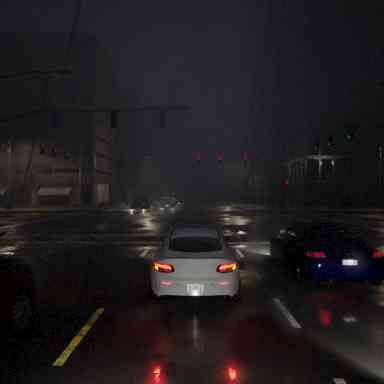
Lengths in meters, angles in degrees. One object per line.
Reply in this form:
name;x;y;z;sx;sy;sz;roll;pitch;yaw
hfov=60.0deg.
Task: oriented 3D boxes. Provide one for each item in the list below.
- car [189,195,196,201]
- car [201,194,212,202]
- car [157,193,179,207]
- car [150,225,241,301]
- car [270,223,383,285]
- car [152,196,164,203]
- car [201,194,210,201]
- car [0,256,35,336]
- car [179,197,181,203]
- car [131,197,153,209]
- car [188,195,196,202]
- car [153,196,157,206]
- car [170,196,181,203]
car;0.052;1.493;87.208;1.812;1.442;4.674;0;0;0
car;3.547;1.546;78.436;1.994;1.385;4.181;0;0;0
car;-3.557;1.222;50.588;2.150;2.045;5.566;0;0;0
car;0.075;1.526;8.171;1.812;1.442;4.674;0;0;0
car;3.584;1.564;9.538;1.994;1.385;4.181;0;0;0
car;-6.959;1.563;69.011;1.994;1.385;4.181;0;0;0
car;3.552;1.315;86.961;2.097;1.767;4.553;0;0;0
car;-3.587;1.526;3.965;1.812;1.442;4.674;0;0;0
car;-3.534;1.477;60.591;1.882;1.535;5.008;0;0;0
car;-7.095;1.477;46.105;1.882;1.535;5.008;0;0;1
car;0.047;1.518;77.881;2.128;1.511;4.902;0;0;0
car;-7.053;1.547;55.869;2.033;1.411;5.357;0;0;0
car;-3.458;1.552;70.428;1.994;1.385;4.181;0;0;0
